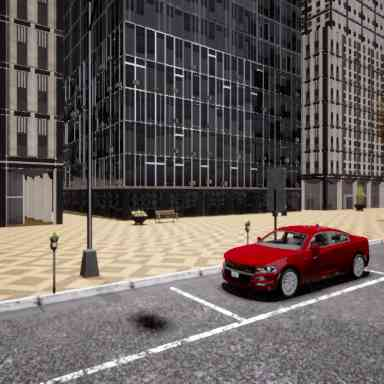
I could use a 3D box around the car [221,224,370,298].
[{"bbox_3d":[2.764,1.545,8.512,4.507,1.381,1.887,0,0,-35],"label":"car"}]
